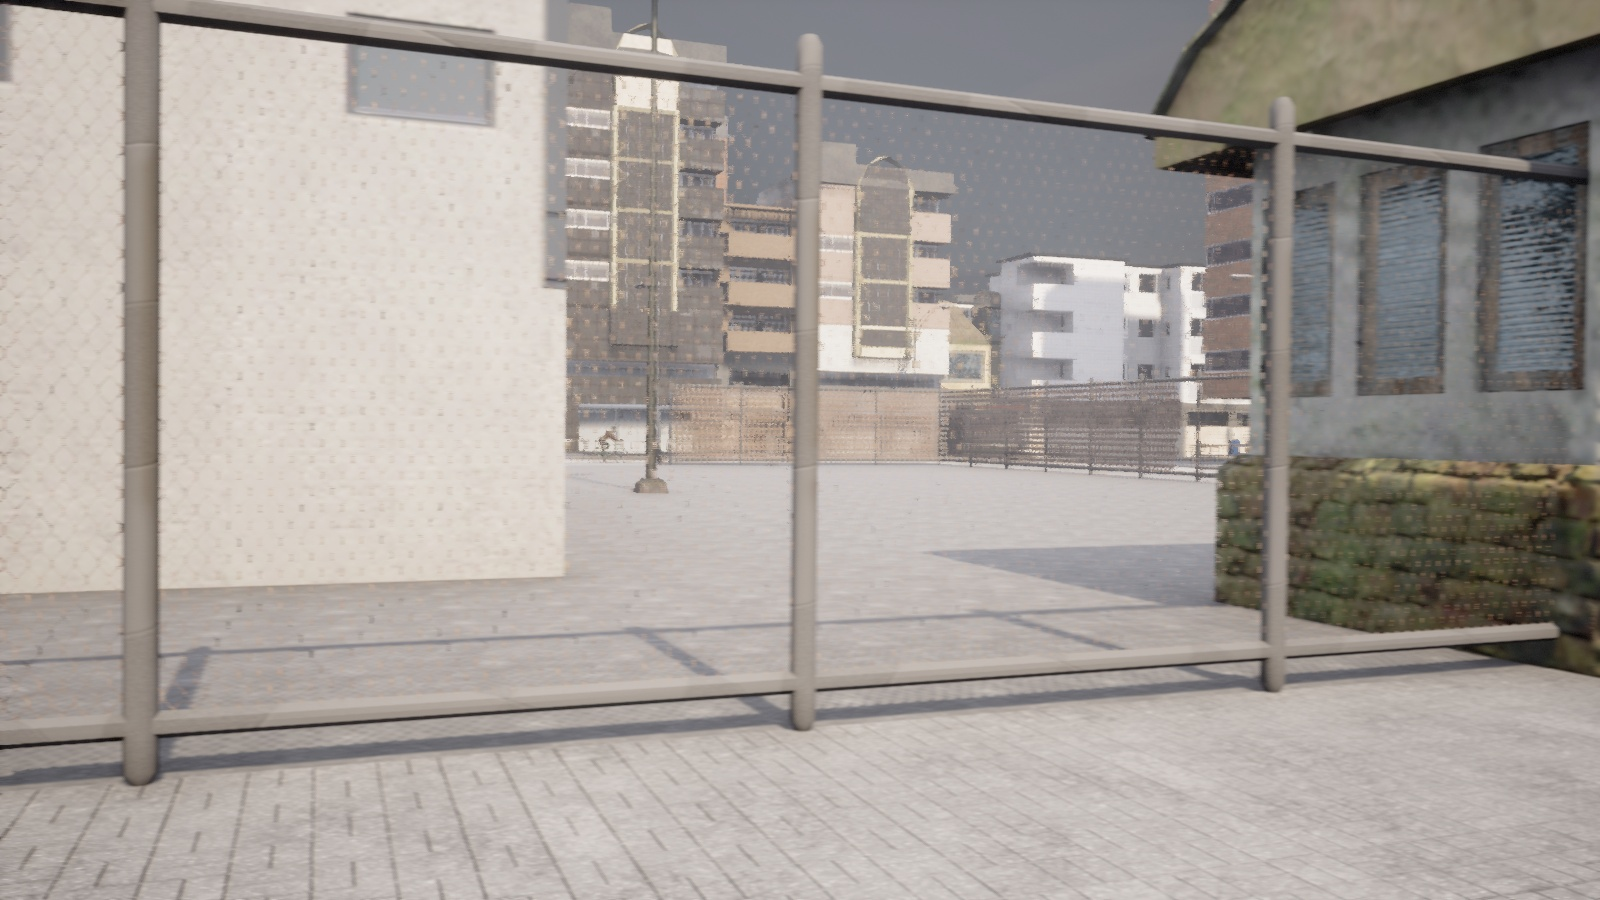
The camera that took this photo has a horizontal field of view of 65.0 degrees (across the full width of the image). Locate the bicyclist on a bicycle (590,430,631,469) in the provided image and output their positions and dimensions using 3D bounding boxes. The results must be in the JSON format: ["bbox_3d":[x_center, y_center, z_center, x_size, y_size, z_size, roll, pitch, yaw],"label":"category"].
[{"bbox_3d":[-8.100,-0.034,53.718,1.656,1.620,0.582,-1,1,-21],"label":"bicyclist on a bicycle"}]

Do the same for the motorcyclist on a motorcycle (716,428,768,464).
[{"bbox_3d":[-2.765,-0.197,60.037,2.350,1.649,0.766,-1,1,-21],"label":"motorcyclist on a motorcycle"}]
